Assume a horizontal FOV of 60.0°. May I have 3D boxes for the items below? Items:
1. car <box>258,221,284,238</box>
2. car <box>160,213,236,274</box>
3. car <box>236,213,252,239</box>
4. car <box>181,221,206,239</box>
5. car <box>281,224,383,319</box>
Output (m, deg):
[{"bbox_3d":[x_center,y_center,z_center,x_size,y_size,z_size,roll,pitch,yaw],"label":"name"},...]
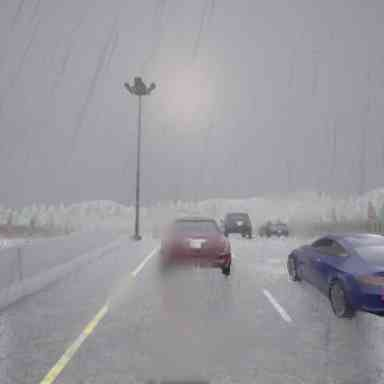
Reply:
[{"bbox_3d":[7.129,3.315,29.448,2.128,1.511,4.902,0,-7,0],"label":"car"},{"bbox_3d":[0.111,1.635,11.553,2.097,1.767,4.553,0,-3,0],"label":"car"},{"bbox_3d":[3.629,2.864,27.995,2.150,2.045,5.566,0,-7,0],"label":"car"},{"bbox_3d":[0.130,3.369,29.331,1.994,1.385,4.181,0,-7,0],"label":"car"},{"bbox_3d":[3.607,1.649,7.464,1.812,1.442,4.674,0,-2,0],"label":"car"}]
